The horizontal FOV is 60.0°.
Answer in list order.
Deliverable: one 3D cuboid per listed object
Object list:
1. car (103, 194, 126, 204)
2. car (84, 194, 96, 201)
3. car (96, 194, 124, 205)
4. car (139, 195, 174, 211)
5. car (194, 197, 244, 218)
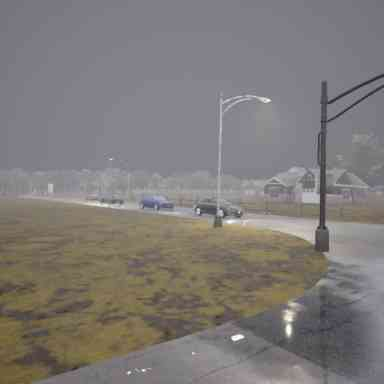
[{"bbox_3d":[-12.393,1.087,52.995,1.994,1.385,4.181,2,-1,-35],"label":"car"},{"bbox_3d":[-18.192,1.007,61.146,2.033,1.411,5.357,2,-1,-35],"label":"car"},{"bbox_3d":[-10.814,1.088,44.593,1.895,1.301,4.718,2,0,-35],"label":"car"},{"bbox_3d":[-3.735,1.083,34.623,1.882,1.535,5.008,2,0,-36],"label":"car"},{"bbox_3d":[2.062,1.226,26.476,1.837,1.490,4.892,2,0,-35],"label":"car"}]
